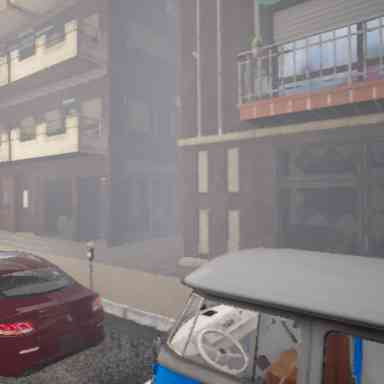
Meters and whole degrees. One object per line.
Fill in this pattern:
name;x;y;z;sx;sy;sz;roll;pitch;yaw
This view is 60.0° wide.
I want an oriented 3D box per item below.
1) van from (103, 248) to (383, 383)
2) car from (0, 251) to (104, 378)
van;1.540;1.342;1.754;3.998;1.788;1.690;0;-1;36
car;-3.080;1.573;5.044;4.206;1.307;1.802;0;-1;36
